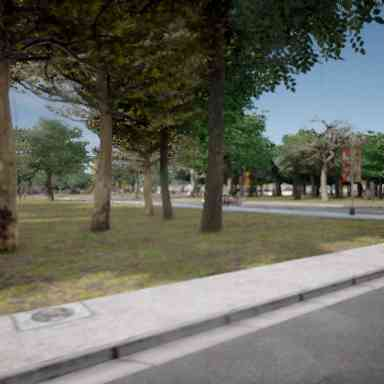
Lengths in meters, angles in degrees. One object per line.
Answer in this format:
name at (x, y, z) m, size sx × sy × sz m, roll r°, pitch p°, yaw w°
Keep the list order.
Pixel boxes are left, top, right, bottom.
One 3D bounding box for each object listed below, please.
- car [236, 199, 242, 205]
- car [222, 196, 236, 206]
car at (5.975, 1.393, 53.347) m, size 1.812 × 1.442 × 4.674 m, roll 0°, pitch 0°, yaw -35°
car at (3.902, 1.359, 50.639) m, size 1.882 × 1.535 × 5.008 m, roll 0°, pitch 0°, yaw -35°
